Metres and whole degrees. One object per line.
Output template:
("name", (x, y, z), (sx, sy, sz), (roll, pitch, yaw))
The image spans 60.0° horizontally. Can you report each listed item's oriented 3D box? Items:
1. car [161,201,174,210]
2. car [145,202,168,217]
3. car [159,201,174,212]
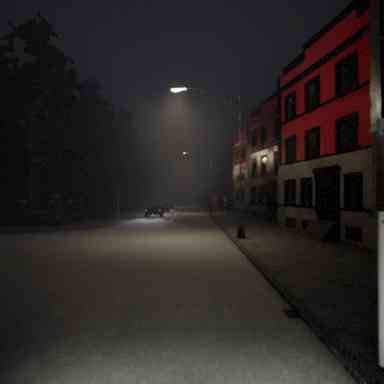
("car", (-4.079, 2.280, 56.503), (1.895, 1.301, 4.718), (0, -1, 0))
("car", (-4.104, 2.048, 37.110), (1.895, 1.301, 4.718), (0, -1, 0))
("car", (-4.101, 2.051, 46.489), (2.128, 1.511, 4.902), (0, -1, 0))
